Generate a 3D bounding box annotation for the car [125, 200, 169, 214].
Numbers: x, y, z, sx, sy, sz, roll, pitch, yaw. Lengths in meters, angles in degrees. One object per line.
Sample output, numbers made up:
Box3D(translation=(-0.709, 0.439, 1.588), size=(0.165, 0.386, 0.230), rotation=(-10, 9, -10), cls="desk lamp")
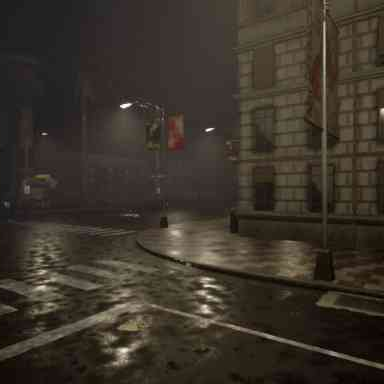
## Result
Box3D(translation=(-4.759, 1.547, 36.083), size=(2.033, 1.411, 5.357), rotation=(0, 0, 36), cls="car")
